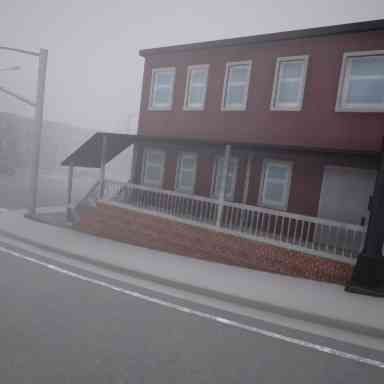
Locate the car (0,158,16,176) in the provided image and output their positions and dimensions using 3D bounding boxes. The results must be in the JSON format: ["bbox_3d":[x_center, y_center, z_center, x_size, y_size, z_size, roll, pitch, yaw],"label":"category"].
[{"bbox_3d":[-20.272,-2.662,33.269,2.097,1.767,4.553,10,6,35],"label":"car"}]

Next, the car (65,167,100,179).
[{"bbox_3d":[-13.798,-2.484,42.237,1.812,1.442,4.674,10,6,35],"label":"car"}]
